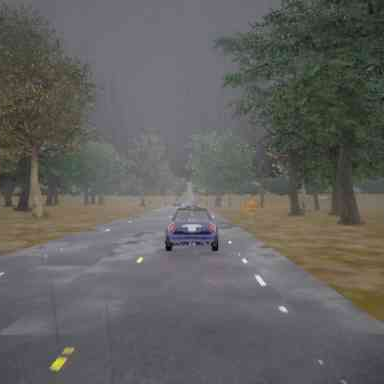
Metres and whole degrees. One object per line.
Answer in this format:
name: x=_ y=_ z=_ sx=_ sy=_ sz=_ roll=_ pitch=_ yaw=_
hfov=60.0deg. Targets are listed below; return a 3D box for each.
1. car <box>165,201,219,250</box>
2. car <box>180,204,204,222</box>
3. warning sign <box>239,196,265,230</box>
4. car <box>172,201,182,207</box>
car: x=0.001 y=1.437 z=14.644 sx=2.097 sy=1.767 sz=4.553 roll=0 pitch=-1 yaw=0
car: x=0.001 y=1.847 z=29.697 sx=1.994 sy=1.385 sz=4.181 roll=0 pitch=-1 yaw=0
warning sign: x=3.602 y=1.250 z=20.125 sx=1.300 sy=1.860 sz=1.060 roll=3 pitch=2 yaw=0
car: x=-3.498 y=2.768 z=76.110 sx=2.033 sy=1.411 sz=5.357 roll=0 pitch=-2 yaw=0
